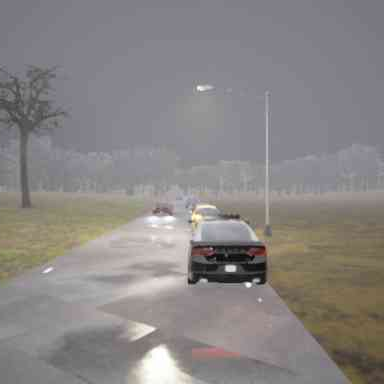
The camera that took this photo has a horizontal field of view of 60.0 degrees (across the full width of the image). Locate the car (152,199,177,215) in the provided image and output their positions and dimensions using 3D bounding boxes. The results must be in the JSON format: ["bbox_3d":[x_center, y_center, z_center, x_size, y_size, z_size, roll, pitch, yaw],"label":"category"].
[{"bbox_3d":[-2.852,1.586,33.280,1.895,1.301,4.718,0,0,0],"label":"car"}]

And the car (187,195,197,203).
[{"bbox_3d":[-0.010,1.425,64.727,1.812,1.442,4.674,0,0,0],"label":"car"}]

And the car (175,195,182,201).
[{"bbox_3d":[-2.762,1.350,73.879,2.033,1.411,5.357,0,0,0],"label":"car"}]

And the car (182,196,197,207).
[{"bbox_3d":[0.017,1.507,46.232,2.033,1.411,5.357,0,0,0],"label":"car"}]

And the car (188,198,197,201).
[{"bbox_3d":[0.821,1.473,25.572,1.882,1.535,5.008,0,0,0],"label":"car"}]

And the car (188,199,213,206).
[{"bbox_3d":[0.822,1.454,19.761,1.801,1.575,5.366,0,0,0],"label":"car"}]

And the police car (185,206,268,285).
[{"bbox_3d":[0.823,1.428,9.681,1.930,1.638,5.238,0,0,0],"label":"police car"}]
